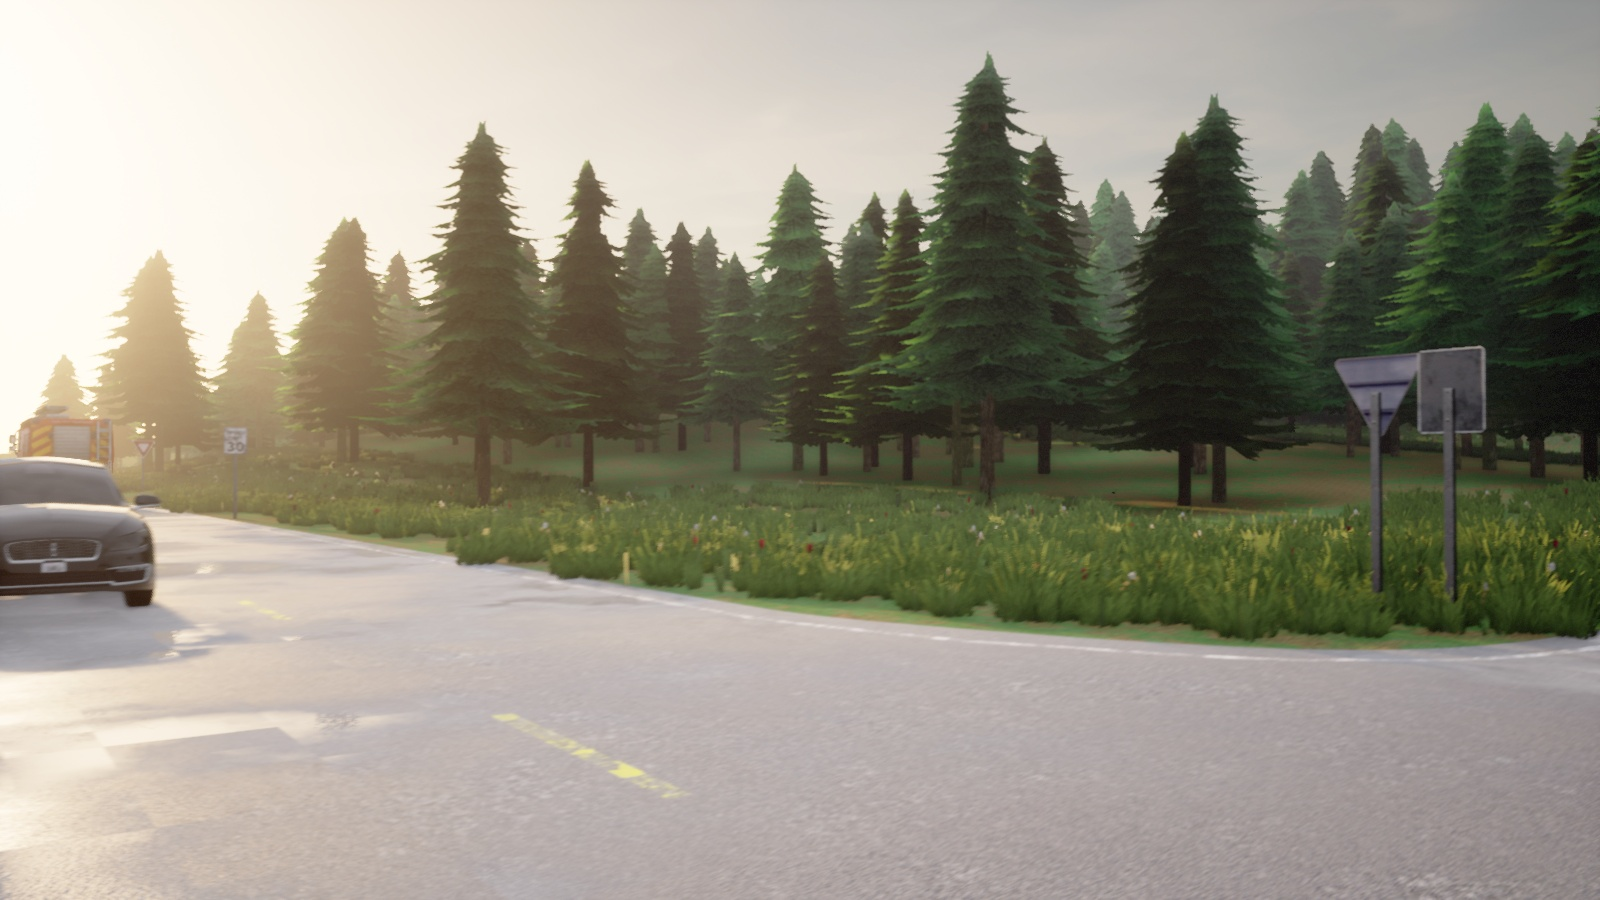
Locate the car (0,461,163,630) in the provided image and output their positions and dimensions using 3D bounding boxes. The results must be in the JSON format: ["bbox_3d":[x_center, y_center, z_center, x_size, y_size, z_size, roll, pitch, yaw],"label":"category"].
[{"bbox_3d":[-8.166,0.888,13.346,1.837,1.490,4.892,0,-1,-35],"label":"car"}]

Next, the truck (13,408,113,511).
[{"bbox_3d":[-30.140,0.425,51.197,2.891,3.827,8.468,0,-1,-35],"label":"truck"}]
